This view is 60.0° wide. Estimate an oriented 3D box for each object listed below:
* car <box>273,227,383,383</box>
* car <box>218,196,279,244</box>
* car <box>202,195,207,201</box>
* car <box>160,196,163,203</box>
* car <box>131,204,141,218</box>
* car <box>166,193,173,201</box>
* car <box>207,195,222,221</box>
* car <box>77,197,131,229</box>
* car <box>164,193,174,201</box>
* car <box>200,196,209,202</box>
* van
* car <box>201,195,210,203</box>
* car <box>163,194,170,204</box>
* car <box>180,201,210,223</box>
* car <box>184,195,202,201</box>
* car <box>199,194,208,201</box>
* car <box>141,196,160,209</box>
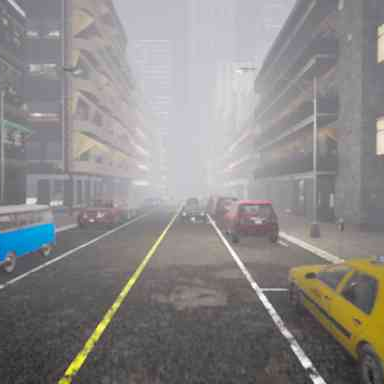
[{"bbox_3d":[2.678,1.519,4.722,1.752,1.417,4.829,-1,0,0],"label":"car"},{"bbox_3d":[2.670,1.293,15.756,2.192,1.841,5.009,-1,0,0],"label":"car"},{"bbox_3d":[2.662,1.263,38.165,2.192,1.841,5.009,-1,0,0],"label":"car"},{"bbox_3d":[-5.719,1.515,49.394,1.802,1.307,4.206,-1,0,0],"label":"car"},{"bbox_3d":[-5.718,1.513,26.986,2.008,1.369,4.403,-1,0,0],"label":"car"},{"bbox_3d":[-5.728,1.454,71.802,2.008,1.369,4.403,-1,0,0],"label":"car"},{"bbox_3d":[2.666,1.278,26.960,2.192,1.841,5.009,-1,0,0],"label":"car"},{"bbox_3d":[-5.702,1.285,21.383,2.192,1.841,5.009,-1,0,0],"label":"car"},{"bbox_3d":[-5.736,1.205,83.006,2.192,1.841,5.009,-1,0,0],"label":"car"},{"bbox_3d":[2.652,1.470,71.777,1.947,1.339,4.313,-1,0,0],"label":"car"},{"bbox_3d":[-5.674,1.326,10.179,1.690,1.788,3.998,-1,0,0],"label":"van"},{"bbox_3d":[2.654,1.436,66.345,1.752,1.417,4.829,-1,0,0],"label":"car"},{"bbox_3d":[-5.724,1.469,60.599,2.008,1.369,4.403,-1,0,0],"label":"car"},{"bbox_3d":[0.089,1.566,25.138,1.895,1.301,4.718,0,0,0],"label":"car"},{"bbox_3d":[0.082,1.444,44.645,1.837,1.490,4.892,0,0,0],"label":"car"},{"bbox_3d":[2.648,1.337,77.379,1.967,1.590,4.097,-1,0,0],"label":"car"},{"bbox_3d":[-5.717,1.522,43.792,1.802,1.307,4.206,-1,0,0],"label":"car"}]
